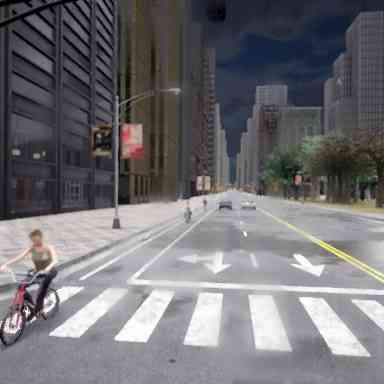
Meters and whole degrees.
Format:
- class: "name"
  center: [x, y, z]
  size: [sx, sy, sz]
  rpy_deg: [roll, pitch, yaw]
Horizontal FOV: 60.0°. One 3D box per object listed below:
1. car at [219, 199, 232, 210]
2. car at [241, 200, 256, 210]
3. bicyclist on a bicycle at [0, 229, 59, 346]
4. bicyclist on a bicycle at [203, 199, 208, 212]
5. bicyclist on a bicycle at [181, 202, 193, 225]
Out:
- class: "car"
  center: [4.851, 1.768, 48.002]
  size: [2.033, 1.411, 5.357]
  rpy_deg: [0, 0, 7]
- class: "car"
  center: [8.074, 1.849, 47.584]
  size: [1.895, 1.301, 4.718]
  rpy_deg: [0, 0, 7]
- class: "bicyclist on a bicycle"
  center: [-2.518, 1.403, 5.294]
  size: [0.866, 1.612, 1.509]
  rpy_deg: [1, 0, 7]
- class: "bicyclist on a bicycle"
  center: [1.601, 1.601, 39.808]
  size: [0.582, 1.620, 1.656]
  rpy_deg: [0, 0, 7]
- class: "bicyclist on a bicycle"
  center: [-0.296, 1.477, 23.433]
  size: [0.866, 1.612, 1.509]
  rpy_deg: [0, 0, 7]
